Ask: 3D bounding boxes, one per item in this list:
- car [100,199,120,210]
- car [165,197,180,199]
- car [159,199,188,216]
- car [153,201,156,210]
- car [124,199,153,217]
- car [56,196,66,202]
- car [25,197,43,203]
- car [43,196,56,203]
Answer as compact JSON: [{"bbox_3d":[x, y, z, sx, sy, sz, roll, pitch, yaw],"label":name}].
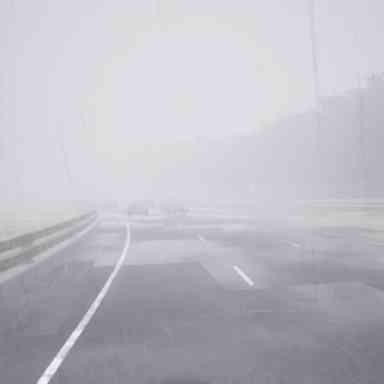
[{"bbox_3d":[-11.593,1.712,46.900,1.812,1.442,4.674,-1,0,-27],"label":"car"},{"bbox_3d":[-2.838,1.436,44.988,2.097,1.767,4.553,-1,0,-26],"label":"car"},{"bbox_3d":[-1.919,1.662,33.179,1.895,1.301,4.718,-1,0,-18],"label":"car"},{"bbox_3d":[-6.368,1.617,44.241,2.128,1.511,4.902,-1,0,-26],"label":"car"},{"bbox_3d":[-5.574,1.665,33.006,1.994,1.385,4.181,-1,0,-19],"label":"car"},{"bbox_3d":[-34.197,1.850,85.336,4.892,1.490,1.837,-1,0,41],"label":"car"},{"bbox_3d":[-38.831,1.922,80.049,4.902,1.511,2.128,-1,0,38],"label":"car"},{"bbox_3d":[-36.644,1.874,82.781,4.892,1.490,1.837,-1,0,38],"label":"car"}]
